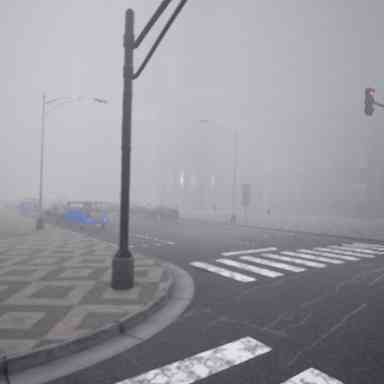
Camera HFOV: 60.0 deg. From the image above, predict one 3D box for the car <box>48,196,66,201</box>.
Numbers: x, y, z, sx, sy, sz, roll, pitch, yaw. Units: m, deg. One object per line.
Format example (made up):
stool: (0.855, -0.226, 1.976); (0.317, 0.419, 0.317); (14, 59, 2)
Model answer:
car: (-22.485, 1.660, 56.752); (2.192, 1.841, 5.009); (2, -1, -36)

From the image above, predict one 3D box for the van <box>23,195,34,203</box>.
van: (-38.819, 1.745, 79.034); (1.690, 1.788, 3.998); (2, -1, -36)

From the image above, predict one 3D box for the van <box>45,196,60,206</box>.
van: (-25.752, 1.698, 61.208); (1.690, 1.788, 3.998); (2, -1, -36)

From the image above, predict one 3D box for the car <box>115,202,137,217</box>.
car: (-6.156, 1.831, 34.467); (1.887, 1.381, 4.507); (2, -1, -36)

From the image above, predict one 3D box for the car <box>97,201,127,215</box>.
car: (-9.423, 1.842, 38.923); (1.887, 1.381, 4.507); (2, -1, -36)

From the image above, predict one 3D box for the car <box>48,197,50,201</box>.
car: (-21.415, 1.668, 45.526); (1.837, 1.490, 4.892); (2, -1, -36)

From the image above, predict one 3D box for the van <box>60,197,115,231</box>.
van: (-6.531, 1.368, 20.517); (1.690, 1.788, 3.998); (2, -1, -36)

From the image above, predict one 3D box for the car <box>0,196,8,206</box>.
car: (-29.387, 1.658, 51.715); (2.008, 1.369, 4.403); (2, -1, -36)

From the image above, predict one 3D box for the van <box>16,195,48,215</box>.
van: (-16.324, 1.401, 33.889); (1.690, 1.788, 3.998); (2, -1, -36)

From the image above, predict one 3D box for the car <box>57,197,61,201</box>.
car: (-19.223, 1.878, 52.292); (1.887, 1.381, 4.507); (2, -1, -36)

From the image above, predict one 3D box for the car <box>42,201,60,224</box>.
car: (-9.799, 1.582, 24.971); (1.887, 1.381, 4.507); (2, -1, -36)

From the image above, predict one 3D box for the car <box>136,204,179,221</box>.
car: (-2.890, 1.820, 30.010); (1.887, 1.381, 4.507); (2, -1, -36)

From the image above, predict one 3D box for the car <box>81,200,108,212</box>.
car: (-12.790, 1.835, 43.517); (1.752, 1.417, 4.829); (2, -1, -36)

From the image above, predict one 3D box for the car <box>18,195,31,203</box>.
car: (-42.085, 1.732, 83.491); (2.192, 1.841, 5.009); (2, -1, -36)

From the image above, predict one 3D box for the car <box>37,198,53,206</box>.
car: (-29.023, 1.919, 65.662); (2.008, 1.369, 4.403); (2, -1, -36)

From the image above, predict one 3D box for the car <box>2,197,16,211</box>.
car: (-22.858, 1.665, 42.800); (1.802, 1.307, 4.206); (2, -1, -36)
